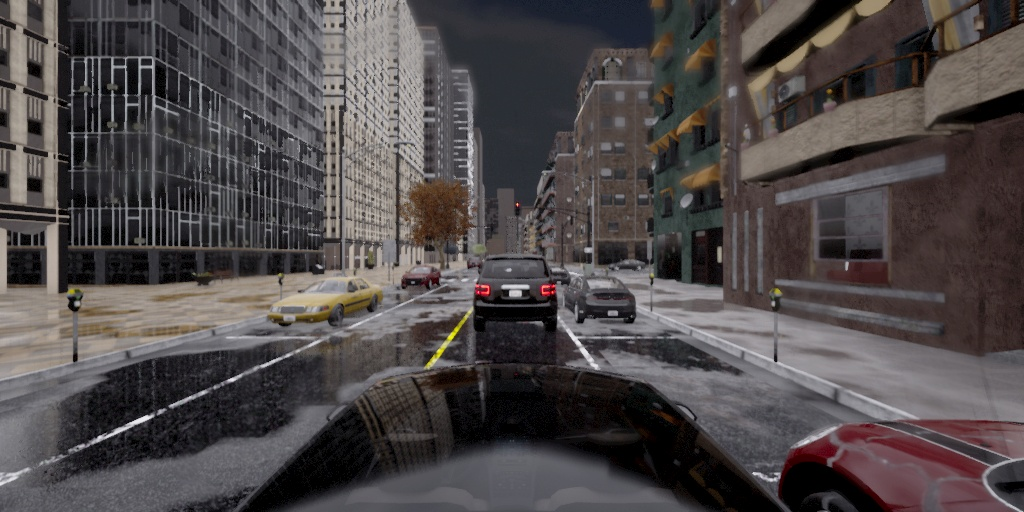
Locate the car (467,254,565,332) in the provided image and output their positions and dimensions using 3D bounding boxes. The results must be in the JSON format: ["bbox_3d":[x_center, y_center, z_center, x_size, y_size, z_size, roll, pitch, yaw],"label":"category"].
[{"bbox_3d":[0.094,0.967,11.017,2.150,2.045,5.566,0,0,0],"label":"car"}]

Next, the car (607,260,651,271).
[{"bbox_3d":[13.452,1.087,42.217,4.403,1.370,2.007,0,0,-1],"label":"car"}]

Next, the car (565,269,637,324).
[{"bbox_3d":[2.693,1.296,11.740,2.007,1.370,4.403,0,0,0],"label":"car"}]

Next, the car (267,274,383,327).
[{"bbox_3d":[-5.687,1.271,11.574,1.751,1.417,4.829,0,0,0],"label":"car"}]

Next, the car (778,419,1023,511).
[{"bbox_3d":[2.687,1.190,0.675,1.967,1.591,4.097,0,0,0],"label":"car"}]

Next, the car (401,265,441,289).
[{"bbox_3d":[-5.683,1.288,22.810,1.888,1.381,4.507,0,0,0],"label":"car"}]

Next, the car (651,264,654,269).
[{"bbox_3d":[18.849,0.985,42.269,4.829,1.417,1.751,0,0,-1],"label":"car"}]
